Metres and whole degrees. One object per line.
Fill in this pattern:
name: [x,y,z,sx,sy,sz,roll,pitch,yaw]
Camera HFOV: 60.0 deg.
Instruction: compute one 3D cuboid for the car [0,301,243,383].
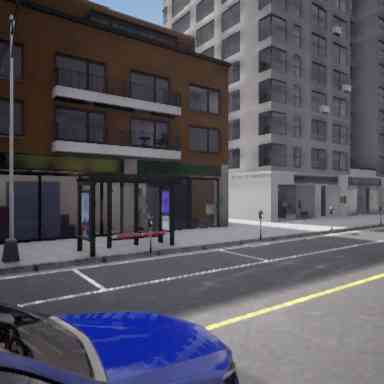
car: [-1.704,1.519,2.218,4.674,1.442,1.812,0,0,-36]
